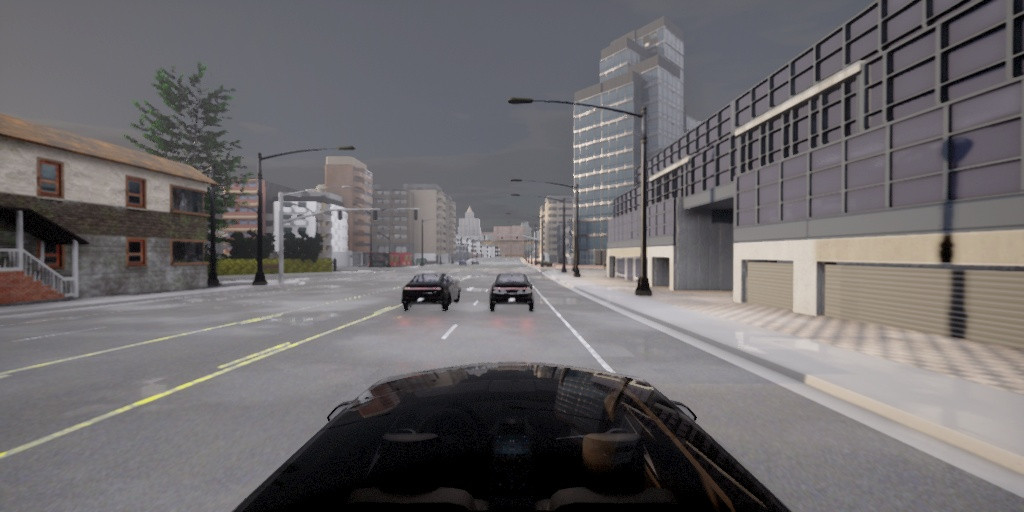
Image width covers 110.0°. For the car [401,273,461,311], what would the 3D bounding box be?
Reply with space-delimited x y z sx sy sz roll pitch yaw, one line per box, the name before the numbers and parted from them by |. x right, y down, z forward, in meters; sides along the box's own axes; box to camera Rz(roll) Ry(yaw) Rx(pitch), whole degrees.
car | -3.504 1.518 16.161 2.128 1.511 4.902 0 -1 0

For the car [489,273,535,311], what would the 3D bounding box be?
car | -0.004 1.517 16.159 2.128 1.511 4.902 0 -1 0
